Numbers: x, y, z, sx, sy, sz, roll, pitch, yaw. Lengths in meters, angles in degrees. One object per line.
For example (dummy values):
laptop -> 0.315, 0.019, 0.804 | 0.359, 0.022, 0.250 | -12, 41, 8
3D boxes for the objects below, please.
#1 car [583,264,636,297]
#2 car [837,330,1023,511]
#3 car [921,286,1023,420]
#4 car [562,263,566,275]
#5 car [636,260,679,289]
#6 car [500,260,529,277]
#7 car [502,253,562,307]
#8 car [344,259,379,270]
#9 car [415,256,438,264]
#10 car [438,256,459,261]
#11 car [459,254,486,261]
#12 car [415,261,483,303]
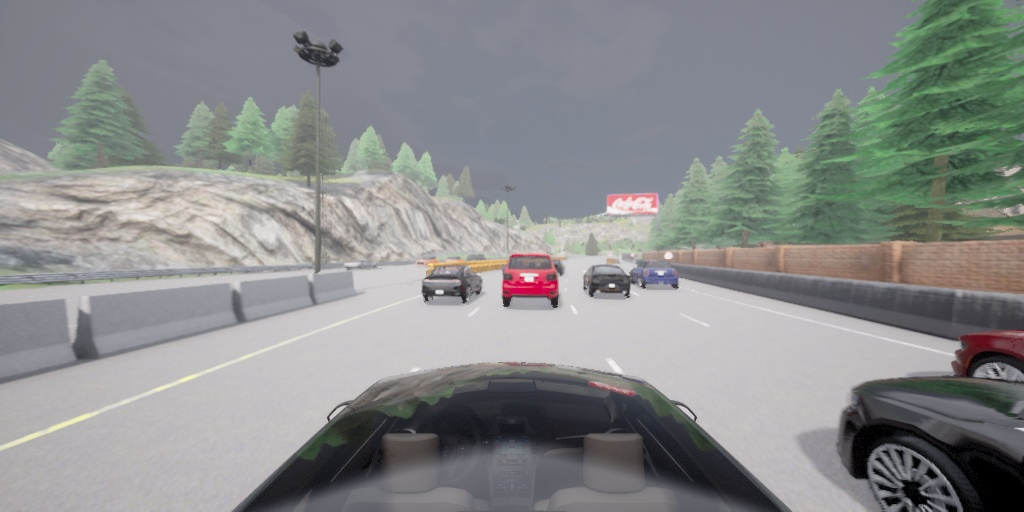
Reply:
car -> 4.734, 1.153, 18.400 | 1.882, 1.535, 5.008 | 0, 0, 7
car -> 3.667, 1.255, 1.002 | 2.128, 1.511, 4.902 | 0, 0, 0
car -> 7.177, 1.240, 2.961 | 1.882, 1.535, 5.008 | 0, 0, 0
car -> 4.172, 1.091, 35.196 | 1.837, 1.490, 4.892 | 0, 0, 13
car -> 8.870, 1.016, 22.716 | 2.097, 1.767, 4.553 | 0, 0, 8
car -> 0.329, 1.107, 34.107 | 1.812, 1.442, 4.674 | 0, 0, 12
car -> 0.881, 0.902, 15.369 | 2.150, 2.045, 5.566 | 0, 0, 6
car -> -18.888, 1.073, 45.121 | 1.895, 1.301, 4.718 | 0, 0, 14
car -> -12.896, 0.790, 54.622 | 2.097, 1.767, 4.553 | 0, 0, 14
car -> -9.122, 0.797, 55.289 | 2.097, 1.767, 4.553 | 0, 0, 15
car -> -5.668, 0.676, 54.711 | 2.150, 2.045, 5.566 | 0, 1, 15
car -> -2.547, 1.159, 16.183 | 2.128, 1.511, 4.902 | 0, 0, 6
